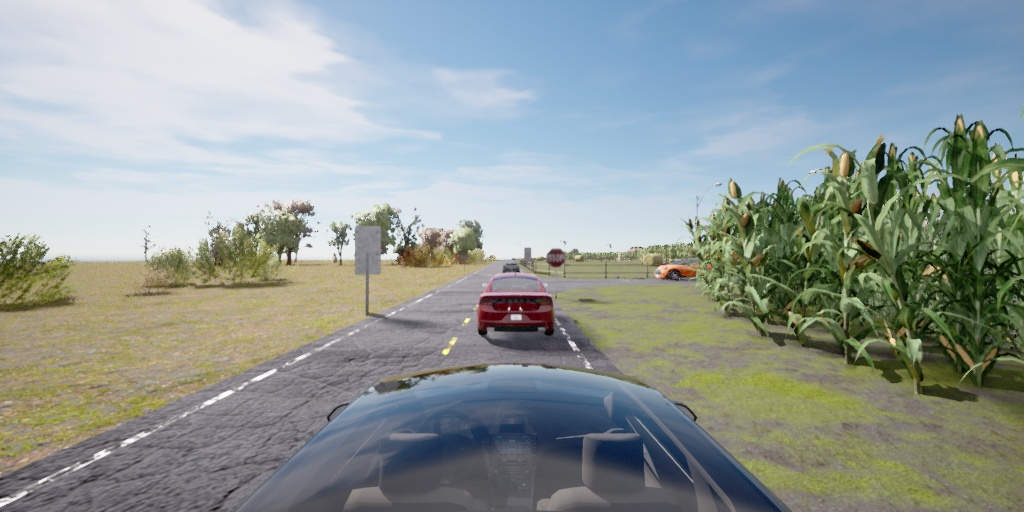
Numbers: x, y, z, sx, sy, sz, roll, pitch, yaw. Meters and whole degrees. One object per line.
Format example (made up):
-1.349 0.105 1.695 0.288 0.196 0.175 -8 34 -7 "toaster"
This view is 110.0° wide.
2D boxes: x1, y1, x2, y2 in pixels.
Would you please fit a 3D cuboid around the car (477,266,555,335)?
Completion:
0.094 1.225 10.498 1.882 1.535 5.008 0 0 0 "car"

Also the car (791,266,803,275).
24.771 1.062 28.388 5.357 1.411 2.033 -1 -1 -1 "car"

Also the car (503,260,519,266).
-0.096 1.244 42.518 2.128 1.511 4.902 0 0 -1 "car"

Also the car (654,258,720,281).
13.646 0.974 28.210 4.553 1.767 2.097 -1 -1 -1 "car"
